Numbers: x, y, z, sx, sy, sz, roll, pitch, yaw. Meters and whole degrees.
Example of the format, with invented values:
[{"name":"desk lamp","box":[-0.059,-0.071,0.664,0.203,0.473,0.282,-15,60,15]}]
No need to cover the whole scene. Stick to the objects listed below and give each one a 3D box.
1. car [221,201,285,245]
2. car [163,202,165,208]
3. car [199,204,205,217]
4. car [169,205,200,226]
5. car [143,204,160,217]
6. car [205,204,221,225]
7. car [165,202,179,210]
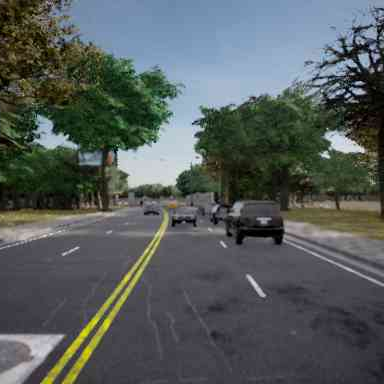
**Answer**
[{"name":"car","box":[3.053,1.453,17.135,2.150,2.045,5.566,0,-1,-2]},{"name":"car","box":[-5.573,2.894,75.505,1.895,1.301,4.718,0,-1,-9]},{"name":"car","box":[1.822,2.136,39.297,2.033,1.411,5.357,0,-1,-7]},{"name":"car","box":[-0.685,1.980,26.625,1.895,1.301,4.718,0,-1,-3]},{"name":"car","box":[-4.812,2.162,40.187,2.033,1.411,5.357,0,-1,-4]},{"name":"car","box":[2.602,1.832,28.210,2.033,1.649,4.856,0,-1,-3]},{"name":"car","box":[-3.377,2.469,60.044,1.882,1.535,5.008,0,-1,-7]}]
